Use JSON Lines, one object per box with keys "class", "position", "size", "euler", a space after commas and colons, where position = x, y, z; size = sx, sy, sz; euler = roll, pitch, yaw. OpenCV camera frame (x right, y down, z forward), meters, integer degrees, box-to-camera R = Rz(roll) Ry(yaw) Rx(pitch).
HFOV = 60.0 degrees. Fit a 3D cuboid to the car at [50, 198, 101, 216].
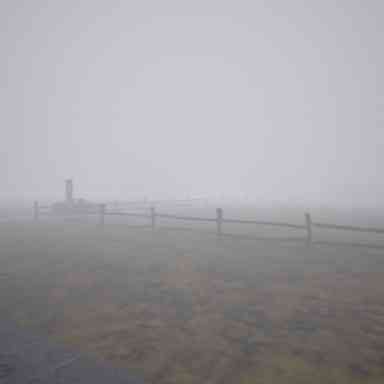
{"class": "car", "position": [-9.854, 1.272, 29.015], "size": [2.128, 1.511, 4.902], "euler": [-1, 0, 35]}
